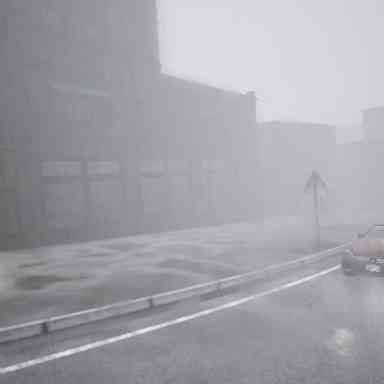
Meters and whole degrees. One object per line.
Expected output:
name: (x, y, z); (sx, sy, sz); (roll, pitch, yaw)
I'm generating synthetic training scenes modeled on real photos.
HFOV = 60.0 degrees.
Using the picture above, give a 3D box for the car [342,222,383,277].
car: (6.040, 1.598, 9.692); (4.674, 1.442, 1.812); (0, -1, -45)
